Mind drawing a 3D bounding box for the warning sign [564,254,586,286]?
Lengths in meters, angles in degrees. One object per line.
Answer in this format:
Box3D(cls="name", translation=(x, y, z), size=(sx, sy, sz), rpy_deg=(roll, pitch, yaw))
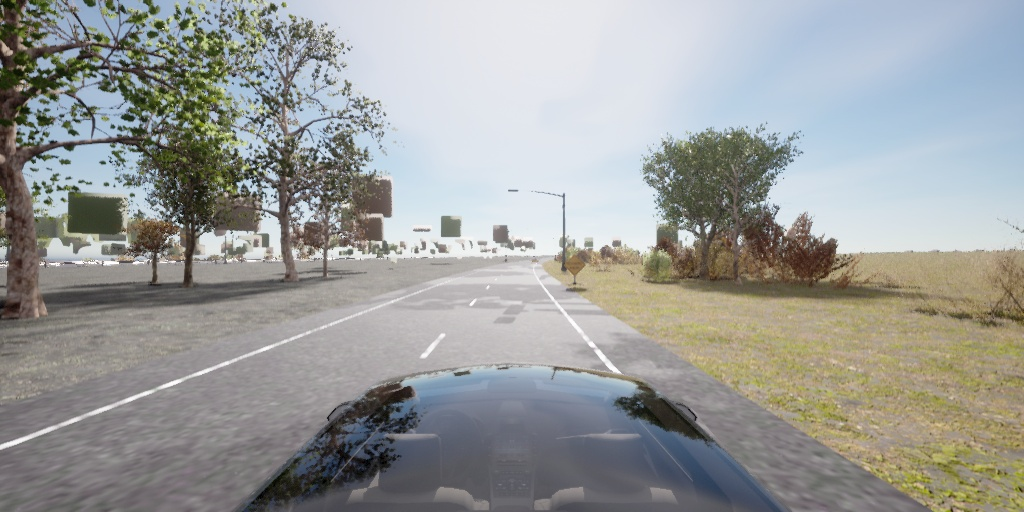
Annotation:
Box3D(cls="warning sign", translation=(3.770, 0.841, 21.516), size=(1.300, 1.860, 1.060), rpy_deg=(0, 0, 1))
